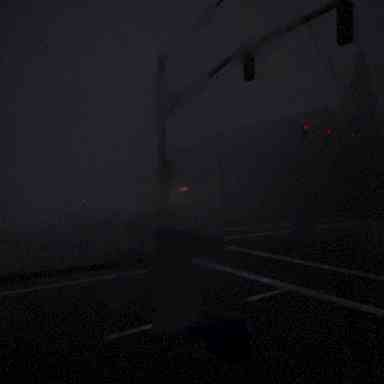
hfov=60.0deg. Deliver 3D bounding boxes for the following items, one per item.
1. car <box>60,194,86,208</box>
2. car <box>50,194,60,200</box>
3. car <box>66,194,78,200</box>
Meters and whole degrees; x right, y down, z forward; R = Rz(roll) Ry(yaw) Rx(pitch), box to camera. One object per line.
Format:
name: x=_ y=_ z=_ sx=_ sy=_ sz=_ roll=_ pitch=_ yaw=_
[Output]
car: x=-16.432 y=1.267 z=46.539 sx=2.097 sy=1.767 sz=4.553 roll=0 pitch=0 yaw=-33
car: x=-34.995 y=1.416 z=86.918 sx=1.994 sy=1.385 sz=4.181 roll=0 pitch=0 yaw=-34
car: x=-31.857 y=1.342 z=88.520 sx=1.837 sy=1.490 sz=4.892 roll=0 pitch=0 yaw=-34
